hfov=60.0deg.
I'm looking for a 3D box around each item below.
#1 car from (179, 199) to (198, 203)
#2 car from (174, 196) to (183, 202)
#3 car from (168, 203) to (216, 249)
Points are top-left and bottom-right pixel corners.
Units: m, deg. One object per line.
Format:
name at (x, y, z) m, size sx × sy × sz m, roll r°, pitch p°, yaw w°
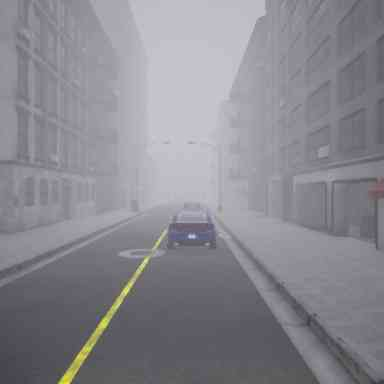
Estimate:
car at (0.000, 1.573, 29.650) m, size 1.994 × 1.385 × 4.181 m, roll 0°, pitch 0°, yaw 0°
car at (-3.000, 1.543, 76.740) m, size 1.994 × 1.385 × 4.181 m, roll 0°, pitch 0°, yaw 0°
car at (0.000, 1.484, 14.650) m, size 1.882 × 1.535 × 5.008 m, roll 0°, pitch 0°, yaw 0°
